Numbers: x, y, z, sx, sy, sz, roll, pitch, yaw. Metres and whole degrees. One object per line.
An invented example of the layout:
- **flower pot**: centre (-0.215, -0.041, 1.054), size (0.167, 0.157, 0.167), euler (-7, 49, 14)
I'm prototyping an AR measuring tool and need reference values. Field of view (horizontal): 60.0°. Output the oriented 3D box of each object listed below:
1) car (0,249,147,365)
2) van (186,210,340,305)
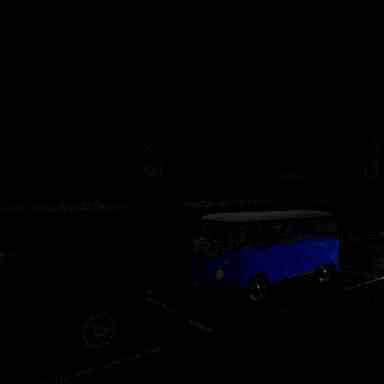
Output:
- **car**: centre (-2.816, 1.545, 4.525), size (4.507, 1.381, 1.887), euler (0, 0, -36)
- **van**: centre (1.778, 1.340, 7.828), size (3.998, 1.788, 1.690), euler (0, 0, -36)
